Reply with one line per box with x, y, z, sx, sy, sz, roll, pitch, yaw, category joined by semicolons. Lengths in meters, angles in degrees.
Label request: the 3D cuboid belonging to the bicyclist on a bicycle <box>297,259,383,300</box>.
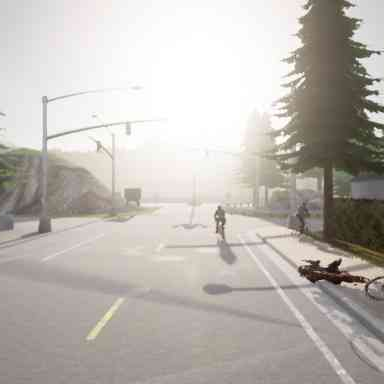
2.959;1.778;7.248;1.656;0.582;1.620;15;-14;-10;bicyclist on a bicycle

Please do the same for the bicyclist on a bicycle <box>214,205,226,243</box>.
1.286;1.437;15.181;0.582;1.620;1.656;0;1;-7;bicyclist on a bicycle

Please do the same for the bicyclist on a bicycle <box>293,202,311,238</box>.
5.090;1.289;15.360;1.656;1.620;0.582;-1;1;-42;bicyclist on a bicycle
